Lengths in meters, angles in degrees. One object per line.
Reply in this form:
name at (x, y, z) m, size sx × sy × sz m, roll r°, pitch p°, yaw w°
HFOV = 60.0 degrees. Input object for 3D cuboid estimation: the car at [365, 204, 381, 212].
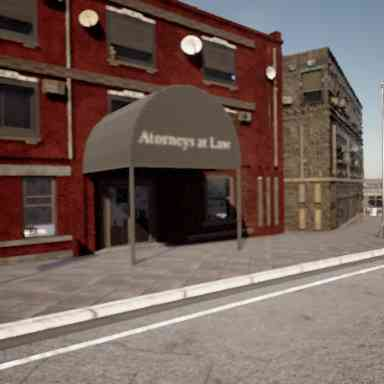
car at (34.986, 3.343, 66.222) m, size 2.150 × 2.045 × 5.566 m, roll -1°, pitch -4°, yaw -7°
